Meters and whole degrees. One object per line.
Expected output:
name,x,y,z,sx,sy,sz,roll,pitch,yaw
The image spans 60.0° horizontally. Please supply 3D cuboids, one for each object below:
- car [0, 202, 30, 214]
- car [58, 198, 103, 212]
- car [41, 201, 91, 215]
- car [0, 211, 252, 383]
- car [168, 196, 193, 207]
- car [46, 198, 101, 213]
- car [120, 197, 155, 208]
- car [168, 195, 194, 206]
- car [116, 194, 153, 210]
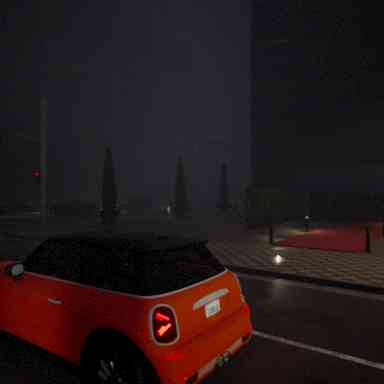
car,-19.032,1.632,33.333,1.895,1.301,4.718,0,0,36
car,-13.567,1.523,40.875,2.128,1.511,4.902,0,0,36
car,-13.246,1.629,35.354,1.895,1.301,4.718,0,0,36
car,-1.489,1.356,5.060,4.553,1.767,2.097,0,0,36
car,-1.692,1.554,51.267,1.812,1.442,4.674,0,0,36
car,-11.133,1.502,31.964,1.882,1.535,5.008,0,0,36
car,-7.923,1.523,48.660,2.128,1.511,4.902,0,0,36
car,-1.893,1.383,56.928,2.097,1.767,4.553,0,0,36
car,-7.513,1.249,43.259,2.150,2.045,5.566,0,0,36
